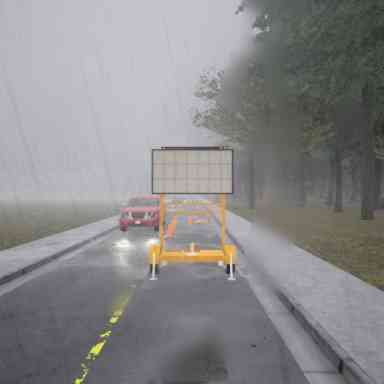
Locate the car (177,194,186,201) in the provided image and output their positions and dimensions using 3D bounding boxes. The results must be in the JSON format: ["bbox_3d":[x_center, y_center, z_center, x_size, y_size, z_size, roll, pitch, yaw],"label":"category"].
[{"bbox_3d":[-2.628,1.353,84.057,2.097,1.767,4.553,0,0,0],"label":"car"}]

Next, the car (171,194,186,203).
[{"bbox_3d":[-2.732,1.547,60.419,2.033,1.411,5.357,0,0,1],"label":"car"}]

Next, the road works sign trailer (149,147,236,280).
[{"bbox_3d":[0.016,0.464,9.895,2.380,3.560,2.880,0,0,0],"label":"road works sign trailer"}]

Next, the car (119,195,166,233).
[{"bbox_3d":[-2.820,1.221,20.094,2.150,2.045,5.566,0,0,0],"label":"car"}]
